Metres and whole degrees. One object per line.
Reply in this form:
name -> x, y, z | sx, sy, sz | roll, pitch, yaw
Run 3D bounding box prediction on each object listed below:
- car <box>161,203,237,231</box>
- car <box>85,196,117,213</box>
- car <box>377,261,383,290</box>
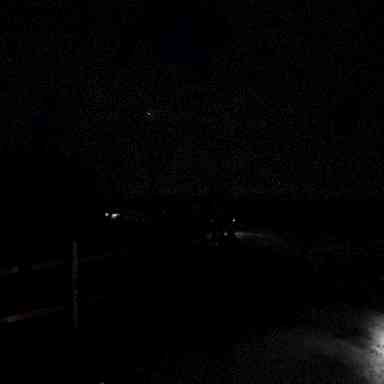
car -> 0.209, 1.362, 19.166 | 2.033, 1.411, 5.357 | 2, -1, -35
car -> -8.861, 1.163, 32.303 | 2.128, 1.511, 4.902 | 2, -1, -35
car -> 5.975, 1.585, 7.126 | 4.718, 1.301, 1.895 | 0, 0, -35
